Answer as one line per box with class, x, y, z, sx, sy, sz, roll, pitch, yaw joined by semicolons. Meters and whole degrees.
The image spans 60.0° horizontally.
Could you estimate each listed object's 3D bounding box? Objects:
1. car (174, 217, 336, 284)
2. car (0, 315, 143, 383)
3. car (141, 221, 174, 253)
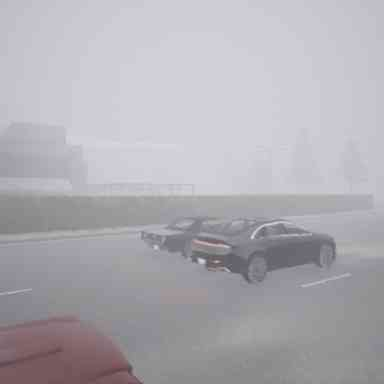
car;2.198;1.491;9.610;4.902;1.511;2.128;0;0;-35
car;-2.598;1.601;1.894;4.718;1.301;1.895;0;0;-35
car;0.556;1.601;12.739;4.718;1.301;1.895;0;0;-35
